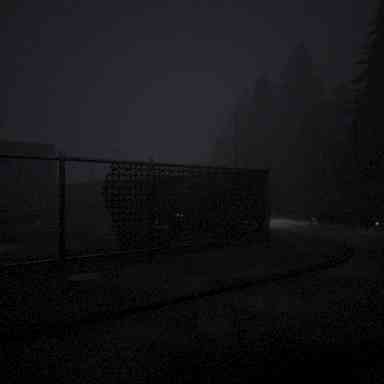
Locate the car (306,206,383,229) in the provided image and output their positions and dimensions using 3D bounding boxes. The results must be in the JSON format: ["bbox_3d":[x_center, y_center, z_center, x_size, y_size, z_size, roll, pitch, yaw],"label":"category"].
[{"bbox_3d":[9.896,1.601,21.834,1.895,1.301,4.718,0,0,-34],"label":"car"}]
